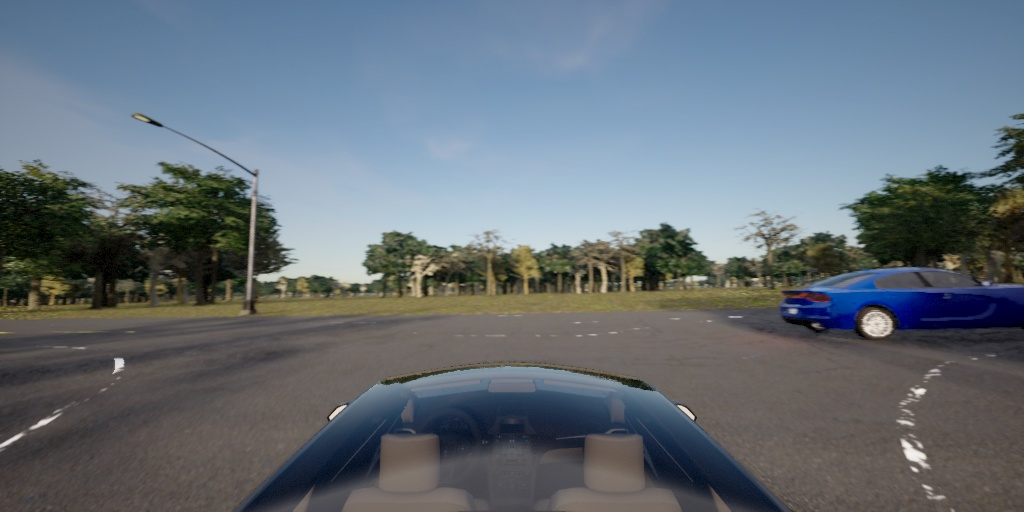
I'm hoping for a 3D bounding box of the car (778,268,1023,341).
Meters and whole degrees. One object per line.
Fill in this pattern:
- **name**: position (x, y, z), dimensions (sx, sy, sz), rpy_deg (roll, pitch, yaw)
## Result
- **car**: position (9.106, 1.011, 8.242), dimensions (5.008, 1.535, 1.882), rpy_deg (-4, -6, 7)
